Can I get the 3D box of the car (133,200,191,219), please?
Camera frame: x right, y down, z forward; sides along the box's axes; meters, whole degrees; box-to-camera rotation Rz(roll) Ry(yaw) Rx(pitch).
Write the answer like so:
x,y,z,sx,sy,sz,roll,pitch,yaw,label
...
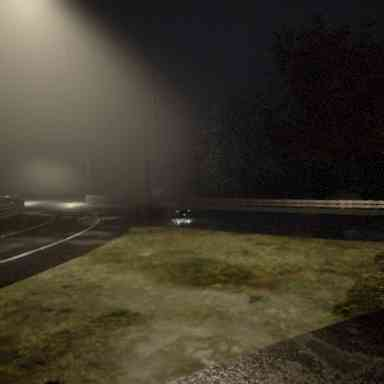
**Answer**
x,y,z,sx,sy,sz,roll,pitch,yaw,label
-2.655,1.426,28.021,5.357,1.411,2.033,0,0,39,car
